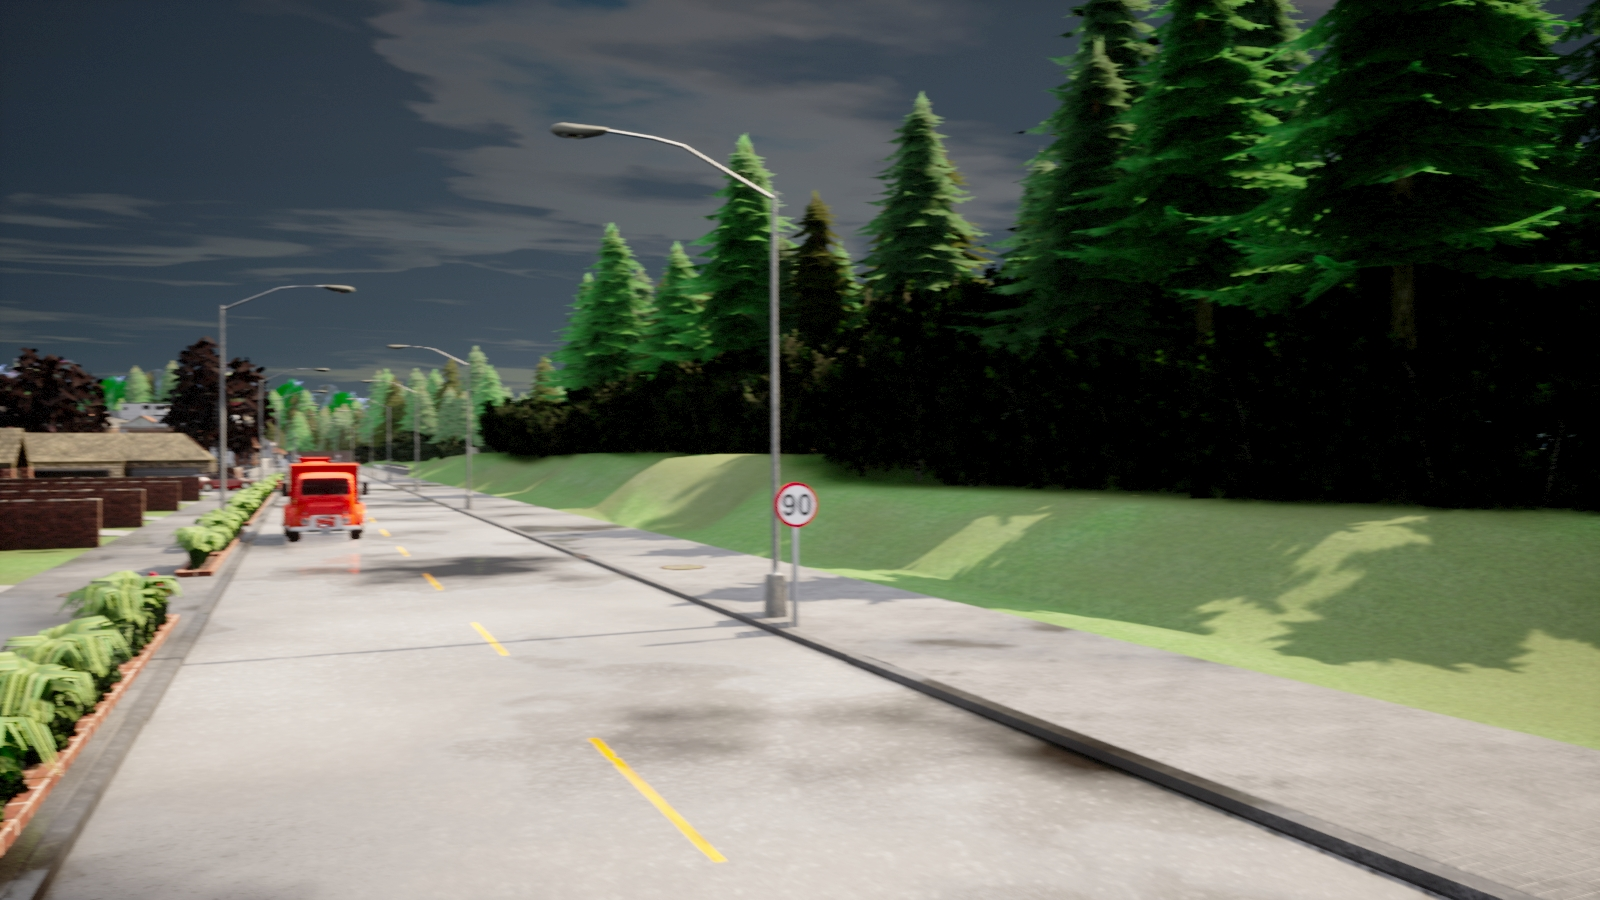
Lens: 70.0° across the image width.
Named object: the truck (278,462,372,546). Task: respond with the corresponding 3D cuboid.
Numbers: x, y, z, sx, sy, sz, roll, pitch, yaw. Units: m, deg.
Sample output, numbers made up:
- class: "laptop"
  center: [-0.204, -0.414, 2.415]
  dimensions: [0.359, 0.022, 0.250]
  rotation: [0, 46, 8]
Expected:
- class: "truck"
  center: [-15.527, 1.657, 37.296]
  dimensions: [2.627, 2.467, 5.204]
  rotation: [0, 0, -23]
